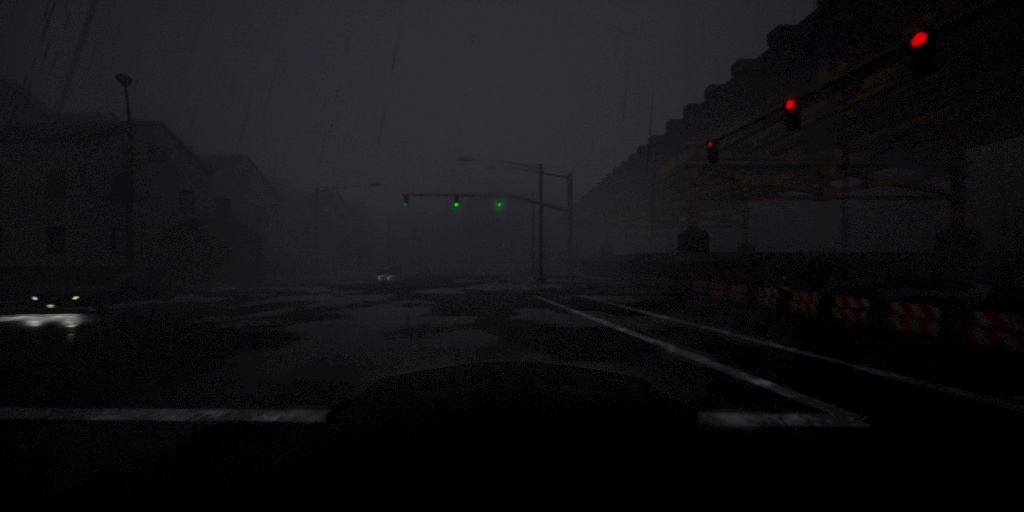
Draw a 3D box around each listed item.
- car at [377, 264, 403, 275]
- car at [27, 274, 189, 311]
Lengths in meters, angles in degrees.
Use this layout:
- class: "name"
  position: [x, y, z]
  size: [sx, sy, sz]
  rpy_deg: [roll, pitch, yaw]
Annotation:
- class: "car"
  position: [-16.807, 1.825, 49.683]
  size: [2.033, 1.411, 5.357]
  rpy_deg: [0, -1, 1]
- class: "car"
  position: [-17.377, 1.517, 15.984]
  size: [2.033, 1.411, 5.357]
  rpy_deg: [0, -1, -5]
